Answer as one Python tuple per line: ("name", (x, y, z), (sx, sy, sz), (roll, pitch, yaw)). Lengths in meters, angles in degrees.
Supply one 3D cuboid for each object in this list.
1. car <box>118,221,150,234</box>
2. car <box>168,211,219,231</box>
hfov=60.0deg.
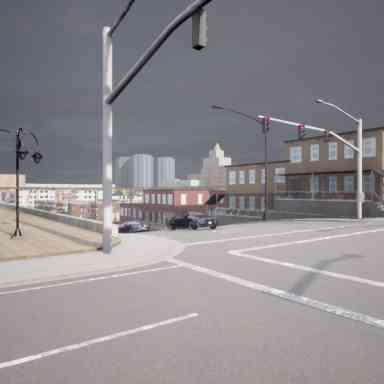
("car", (-5.837, 3.505, 32.126), (1.812, 1.442, 4.674), (0, -12, -37))
("car", (0.031, 2.054, 24.150), (1.994, 1.385, 4.181), (0, -4, -36))
